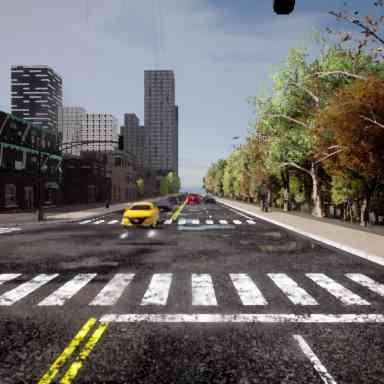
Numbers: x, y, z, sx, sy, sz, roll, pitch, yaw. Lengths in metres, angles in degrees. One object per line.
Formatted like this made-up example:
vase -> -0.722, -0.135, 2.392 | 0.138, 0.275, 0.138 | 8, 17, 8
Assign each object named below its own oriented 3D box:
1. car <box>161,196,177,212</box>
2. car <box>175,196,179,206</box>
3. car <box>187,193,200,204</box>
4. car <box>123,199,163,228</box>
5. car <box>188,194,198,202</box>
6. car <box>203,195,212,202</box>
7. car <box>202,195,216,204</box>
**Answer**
car -> -3.276, 1.534, 38.944 | 2.033, 1.411, 5.357 | 0, 0, 0
car -> -3.226, 1.486, 56.005 | 1.837, 1.490, 4.892 | 0, -1, 0
car -> 0.216, 1.198, 62.222 | 2.150, 2.045, 5.566 | 0, 0, 1
car -> -3.310, 1.472, 22.338 | 1.882, 1.535, 5.008 | 0, 0, 0
car -> 0.149, 1.325, 72.789 | 2.097, 1.767, 4.553 | 0, 0, 0
car -> 3.388, 1.471, 73.092 | 1.837, 1.490, 4.892 | 0, 0, 0
car -> 3.470, 1.540, 63.136 | 1.994, 1.385, 4.181 | 0, 0, 0
